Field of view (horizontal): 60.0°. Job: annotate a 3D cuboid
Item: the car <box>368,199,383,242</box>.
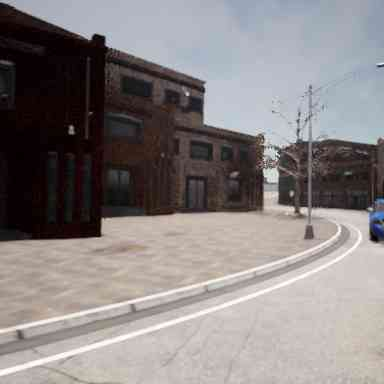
[{"bbox_3d":[10.315,1.376,16.937,2.150,2.045,5.566,1,0,27],"label":"car"}]
